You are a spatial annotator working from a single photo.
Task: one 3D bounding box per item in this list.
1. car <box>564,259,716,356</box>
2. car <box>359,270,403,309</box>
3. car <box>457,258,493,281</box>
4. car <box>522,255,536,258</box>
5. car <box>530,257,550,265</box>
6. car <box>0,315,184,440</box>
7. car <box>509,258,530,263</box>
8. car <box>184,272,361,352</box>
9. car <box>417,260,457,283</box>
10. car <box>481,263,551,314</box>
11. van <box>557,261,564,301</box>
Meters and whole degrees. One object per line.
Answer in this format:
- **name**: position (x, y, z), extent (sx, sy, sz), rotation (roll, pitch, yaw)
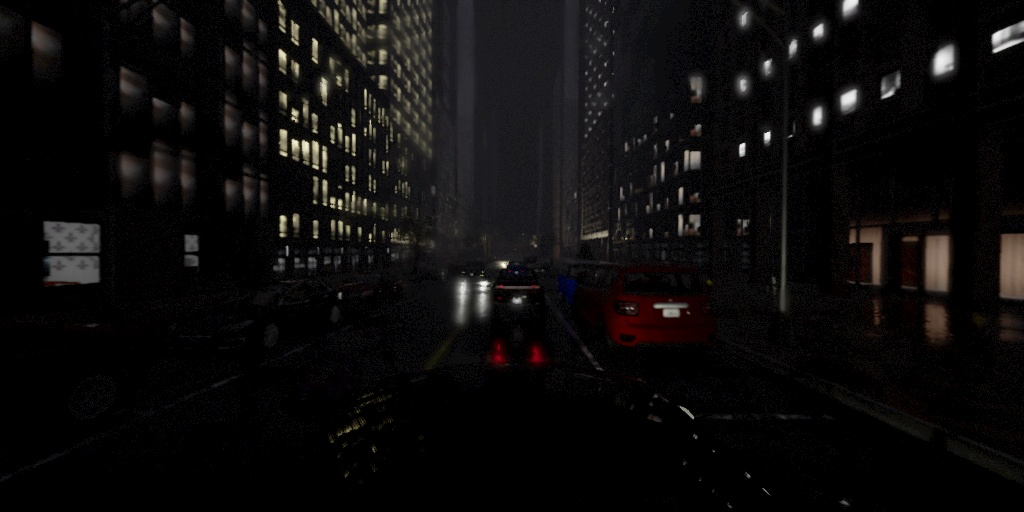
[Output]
- **car**: position (2.737, 1.037, 8.487), extent (2.192, 1.841, 5.009), rotation (0, 0, 1)
- **car**: position (-5.589, 1.241, 14.251), extent (1.802, 1.307, 4.207), rotation (0, 0, 1)
- **car**: position (-2.826, 1.100, 28.026), extent (1.837, 1.490, 4.892), rotation (0, 0, 1)
- **car**: position (3.228, 0.752, 59.637), extent (2.192, 1.841, 5.009), rotation (0, 0, 1)
- **car**: position (3.010, 1.115, 36.904), extent (2.007, 1.370, 4.403), rotation (0, 0, 1)
- **car**: position (-5.698, 1.267, 2.885), extent (1.888, 1.381, 4.507), rotation (0, 0, 1)
- **car**: position (0.351, 1.116, 30.619), extent (1.812, 1.442, 4.674), rotation (0, 0, 0)
- **car**: position (-5.644, 1.241, 8.568), extent (2.007, 1.370, 4.403), rotation (0, 0, 1)
- **car**: position (-5.480, 1.147, 25.618), extent (2.007, 1.370, 4.403), rotation (0, 0, 1)
- **car**: position (0.199, 1.176, 13.543), extent (2.128, 1.511, 4.902), rotation (0, 0, 1)
- **van**: position (2.791, 1.032, 14.171), extent (1.690, 1.789, 3.998), rotation (0, 0, 1)
